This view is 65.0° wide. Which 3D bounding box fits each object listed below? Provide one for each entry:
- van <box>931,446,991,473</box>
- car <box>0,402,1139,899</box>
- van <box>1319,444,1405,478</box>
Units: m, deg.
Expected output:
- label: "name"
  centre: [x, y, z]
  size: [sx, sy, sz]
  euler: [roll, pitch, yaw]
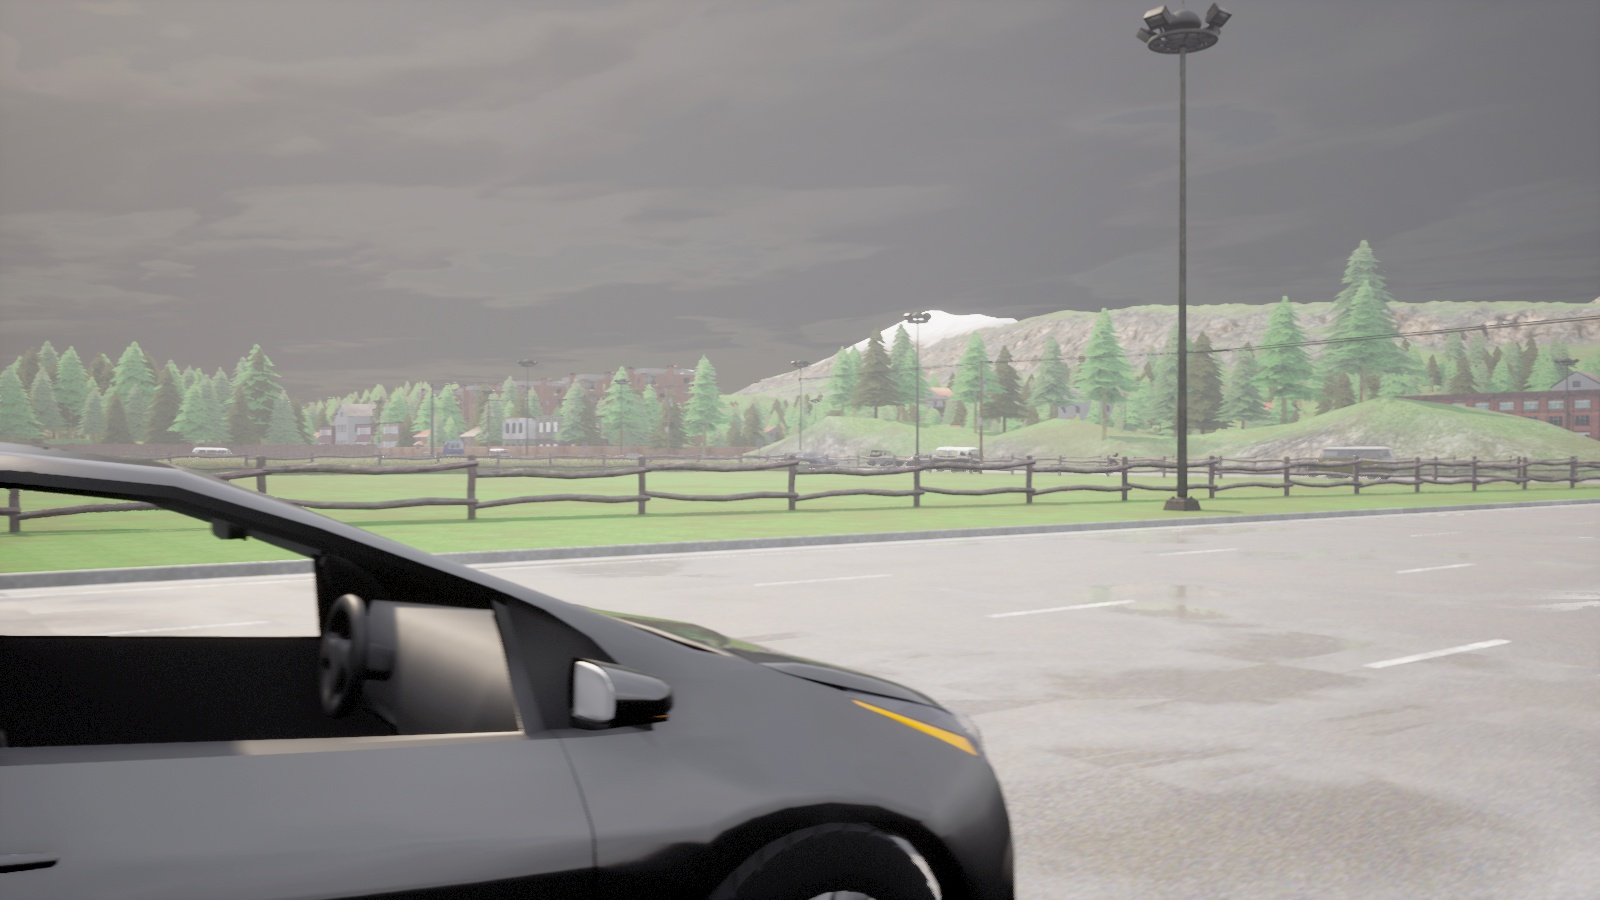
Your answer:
- label: "van"
  centre: [12.429, 0.742, 97.101]
  size: [2.069, 2.038, 4.480]
  euler: [0, 0, -37]
- label: "car"
  centre: [-1.624, 0.702, 2.501]
  size: [4.514, 1.525, 2.007]
  euler: [0, 0, -35]
- label: "van"
  centre: [33.682, 0.669, 75.348]
  size: [1.775, 1.987, 4.442]
  euler: [0, 0, -38]
